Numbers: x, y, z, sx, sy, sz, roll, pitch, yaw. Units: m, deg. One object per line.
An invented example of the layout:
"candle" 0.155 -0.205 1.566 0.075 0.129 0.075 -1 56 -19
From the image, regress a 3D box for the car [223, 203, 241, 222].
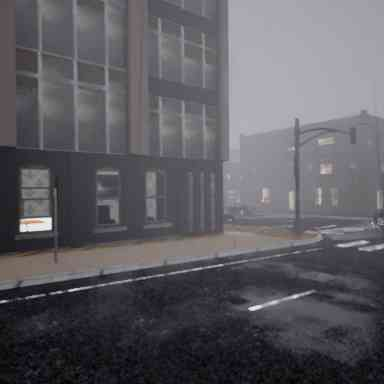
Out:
"car" 1.761 1.920 28.606 1.947 1.339 4.313 -2 0 -37

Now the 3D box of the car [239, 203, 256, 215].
"car" 5.389 1.899 38.198 2.008 1.369 4.403 -2 0 -37

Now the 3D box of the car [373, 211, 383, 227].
"car" 13.860 1.516 20.986 1.837 1.490 4.892 2 -2 -20
